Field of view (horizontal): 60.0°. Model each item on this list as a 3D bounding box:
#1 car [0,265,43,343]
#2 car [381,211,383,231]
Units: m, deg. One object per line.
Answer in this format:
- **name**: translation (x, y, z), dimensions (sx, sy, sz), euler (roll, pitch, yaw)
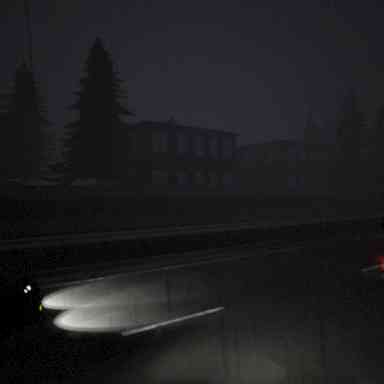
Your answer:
- **car**: translation (-4.482, 1.562, 4.848), dimensions (4.181, 1.385, 1.994), euler (0, 0, -36)
- **car**: translation (11.414, 1.230, 16.195), dimensions (5.566, 2.045, 2.150), euler (0, 0, -36)
